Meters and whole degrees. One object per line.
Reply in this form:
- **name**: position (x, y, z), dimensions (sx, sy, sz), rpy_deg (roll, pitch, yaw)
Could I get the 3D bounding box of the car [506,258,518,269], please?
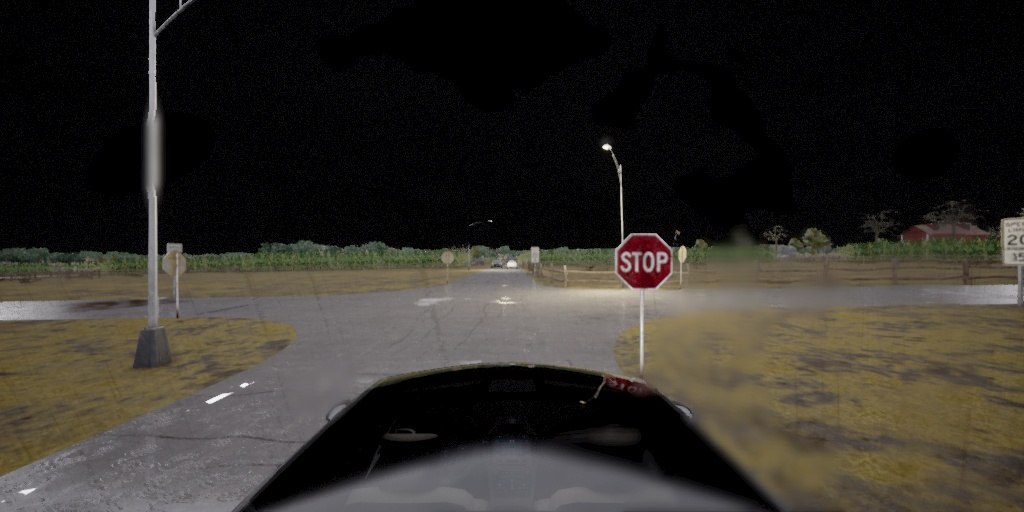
- **car**: position (0.009, 1.533, 61.888), dimensions (1.812, 1.442, 4.674), rpy_deg (0, 0, 0)
